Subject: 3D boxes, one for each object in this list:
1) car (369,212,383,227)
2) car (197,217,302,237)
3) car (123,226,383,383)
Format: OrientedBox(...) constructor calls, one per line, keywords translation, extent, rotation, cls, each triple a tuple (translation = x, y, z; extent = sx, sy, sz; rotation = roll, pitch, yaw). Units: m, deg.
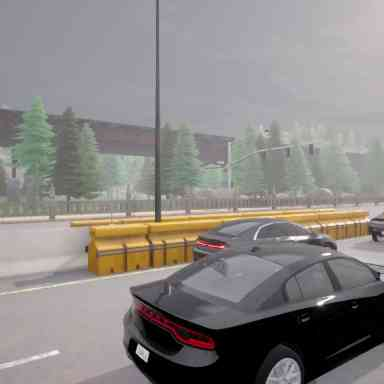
OrientedBox(translation=(9.950, 1.491, 15.145), extent=(4.902, 1.511, 2.128), rotation=(0, 0, -36), cls="car")
OrientedBox(translation=(2.282, 1.505, 9.674), extent=(4.892, 1.490, 1.837), rotation=(0, 0, -35), cls="car")
OrientedBox(translation=(1.512, 1.478, 4.823), extent=(5.008, 1.535, 1.882), rotation=(0, 0, -36), cls="car")
